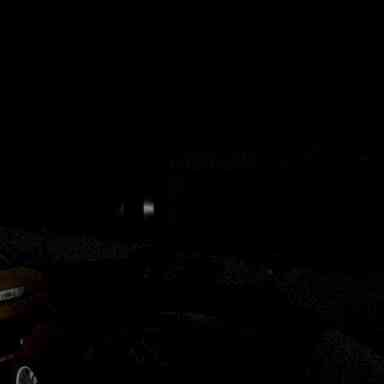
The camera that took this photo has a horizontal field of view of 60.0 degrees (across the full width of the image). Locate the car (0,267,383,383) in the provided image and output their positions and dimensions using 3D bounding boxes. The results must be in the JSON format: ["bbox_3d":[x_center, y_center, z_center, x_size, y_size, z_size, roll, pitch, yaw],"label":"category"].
[{"bbox_3d":[0.011,1.581,3.070,4.206,1.307,1.802,0,1,36],"label":"car"}]

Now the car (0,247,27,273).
[{"bbox_3d":[-4.670,1.523,6.419,4.829,1.417,1.752,0,1,36],"label":"car"}]
